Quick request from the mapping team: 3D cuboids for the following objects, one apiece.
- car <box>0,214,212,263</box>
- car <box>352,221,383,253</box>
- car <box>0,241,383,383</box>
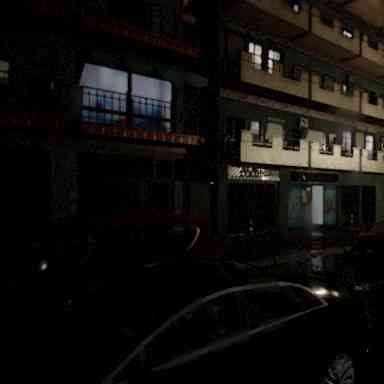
[{"bbox_3d":[-1.760,1.325,5.304,5.009,1.841,2.192,0,0,-35],"label":"car"},{"bbox_3d":[7.477,1.634,11.851,4.507,1.381,1.887,1,0,-35],"label":"car"},{"bbox_3d":[-0.214,1.502,3.223,4.902,1.511,2.128,0,0,-35],"label":"car"}]
